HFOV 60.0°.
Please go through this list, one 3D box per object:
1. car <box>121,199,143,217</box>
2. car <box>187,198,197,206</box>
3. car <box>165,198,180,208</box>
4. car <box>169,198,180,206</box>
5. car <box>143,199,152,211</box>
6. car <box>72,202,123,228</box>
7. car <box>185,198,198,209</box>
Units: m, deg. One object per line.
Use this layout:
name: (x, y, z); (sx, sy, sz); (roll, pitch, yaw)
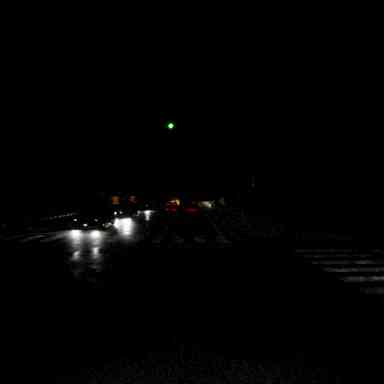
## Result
car: (-6.620, 1.670, 33.464); (2.128, 1.511, 4.902); (0, 0, 0)
car: (-0.065, 1.908, 63.881); (1.882, 1.535, 5.008); (0, 0, 0)
car: (-3.301, 1.932, 53.902); (1.895, 1.301, 4.718); (0, 0, 0)
car: (-3.315, 1.889, 63.876); (1.882, 1.535, 5.008); (0, 0, 0)
car: (-6.627, 1.761, 45.874); (1.837, 1.490, 4.892); (0, -1, 0)
car: (-6.602, 1.665, 23.217); (2.033, 1.411, 5.357); (0, 0, 0)
car: (-0.049, 1.851, 53.460); (1.837, 1.490, 4.892); (0, 0, 0)
